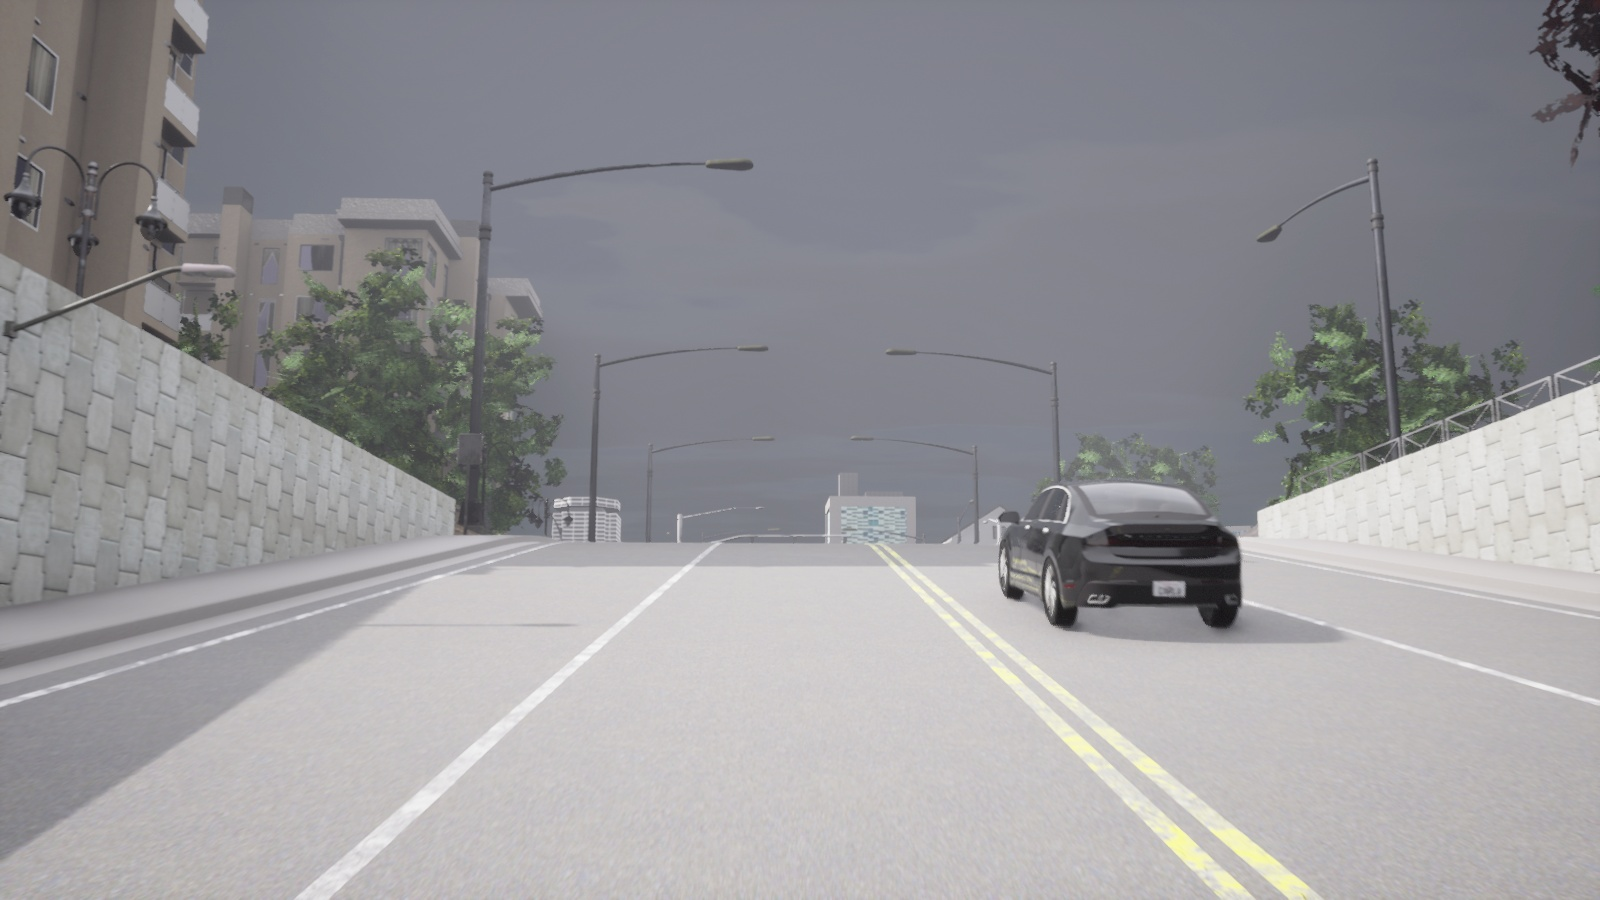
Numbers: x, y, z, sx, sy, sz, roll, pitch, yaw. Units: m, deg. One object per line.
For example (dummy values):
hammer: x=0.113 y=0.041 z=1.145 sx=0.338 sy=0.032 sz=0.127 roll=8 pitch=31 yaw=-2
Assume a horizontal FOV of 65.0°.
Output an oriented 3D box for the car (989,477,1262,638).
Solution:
car: x=3.464 y=1.075 z=14.396 sx=1.837 sy=1.490 sz=4.892 roll=0 pitch=-1 yaw=0
